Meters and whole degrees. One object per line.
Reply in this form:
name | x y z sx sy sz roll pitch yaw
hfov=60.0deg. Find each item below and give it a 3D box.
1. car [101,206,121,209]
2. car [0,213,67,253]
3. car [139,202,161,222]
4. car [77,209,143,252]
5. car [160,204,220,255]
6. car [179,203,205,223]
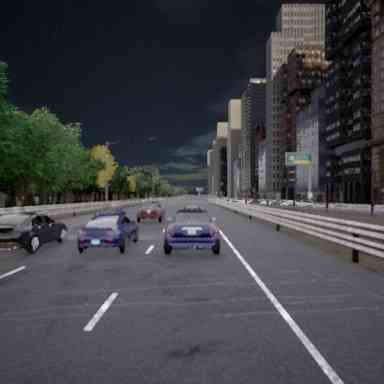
car | -7.000 1.898 29.107 1.895 1.301 4.718 0 -1 0
car | -6.997 1.648 14.299 1.837 1.490 4.892 0 0 0
car | -3.499 1.647 29.076 2.097 1.767 4.553 0 -1 0
car | -3.497 1.666 14.389 1.812 1.442 4.674 0 0 0
car | 0.001 1.487 14.076 2.097 1.767 4.553 0 -1 0
car | 0.003 1.792 29.304 2.128 1.511 4.902 0 -1 0
